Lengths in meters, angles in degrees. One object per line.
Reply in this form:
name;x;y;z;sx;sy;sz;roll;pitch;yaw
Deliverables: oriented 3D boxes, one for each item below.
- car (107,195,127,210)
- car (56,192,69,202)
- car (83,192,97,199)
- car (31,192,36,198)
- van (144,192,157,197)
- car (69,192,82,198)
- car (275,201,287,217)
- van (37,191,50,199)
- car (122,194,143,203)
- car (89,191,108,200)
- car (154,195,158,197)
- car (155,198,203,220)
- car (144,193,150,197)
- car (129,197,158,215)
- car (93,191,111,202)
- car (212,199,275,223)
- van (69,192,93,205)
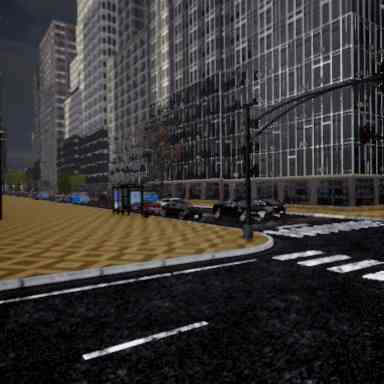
car;-7.239;1.355;36.283;1.947;1.339;4.313;0;1;-34
car;-23.229;1.075;59.774;2.008;1.369;4.403;0;1;-34
car;-22.724;0.737;73.884;1.967;1.590;4.097;0;1;-34
car;-36.056;0.748;78.542;1.967;1.590;4.097;0;1;-34
van;-6.689;0.907;50.421;1.690;1.788;3.998;0;1;-34
car;-29.137;0.740;83.270;2.008;1.369;4.403;0;1;-34
car;5.600;1.327;27.791;2.128;1.511;4.902;-1;1;-34
van;-32.849;0.703;73.849;1.690;1.788;3.998;0;1;-34
car;-9.896;1.095;55.116;1.802;1.307;4.206;0;1;-34
car;-19.516;0.666;69.191;2.192;1.841;5.009;0;1;-34
car;-1.687;1.331;32.833;1.812;1.442;4.674;-1;1;-34
car;-0.888;1.459;26.854;1.947;1.339;4.313;0;1;-34
car;-7.525;1.216;41.382;1.837;1.490;4.892;-1;1;-34
car;-4.081;1.423;31.559;1.802;1.307;4.206;0;1;-34
car;-17.034;0.971;60.937;1.837;1.490;4.892;-1;1;-34
car;3.519;1.381;25.211;2.128;1.511;4.902;-1;1;-34
van;-16.814;0.972;50.387;1.690;1.788;3.998;0;1;-34
